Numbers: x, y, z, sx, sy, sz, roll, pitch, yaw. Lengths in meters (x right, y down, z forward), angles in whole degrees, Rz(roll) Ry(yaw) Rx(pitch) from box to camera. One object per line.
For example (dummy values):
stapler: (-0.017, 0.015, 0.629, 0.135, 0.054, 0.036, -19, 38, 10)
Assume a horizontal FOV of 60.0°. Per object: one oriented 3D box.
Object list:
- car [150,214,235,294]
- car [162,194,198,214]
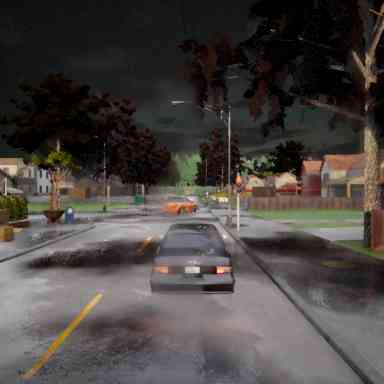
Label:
car: (0.022, 1.547, 8.914, 2.033, 1.411, 5.357, 0, 0, 0)
car: (-1.119, 1.352, 34.645, 2.097, 1.767, 4.553, 0, 0, 29)
